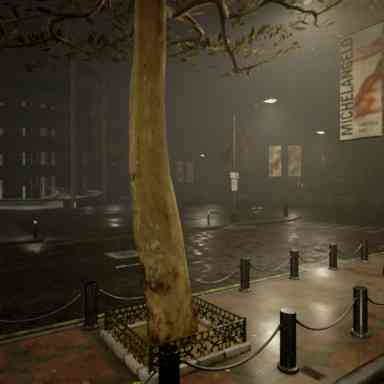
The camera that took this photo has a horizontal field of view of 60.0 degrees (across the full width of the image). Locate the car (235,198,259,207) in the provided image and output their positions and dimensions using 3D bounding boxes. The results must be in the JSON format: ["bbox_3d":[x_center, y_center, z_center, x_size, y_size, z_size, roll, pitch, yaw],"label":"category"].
[{"bbox_3d":[8.013,1.564,49.576,1.994,1.385,4.181,0,0,-36],"label":"car"}]

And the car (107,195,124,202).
[{"bbox_3d":[-19.027,1.474,77.398,4.674,1.442,1.812,0,0,12],"label":"car"}]

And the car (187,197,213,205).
[{"bbox_3d":[1.352,1.547,58.711,2.033,1.411,5.357,0,0,-38],"label":"car"}]

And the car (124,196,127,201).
[{"bbox_3d":[-18.068,1.464,80.764,4.674,1.442,1.812,0,0,12],"label":"car"}]
